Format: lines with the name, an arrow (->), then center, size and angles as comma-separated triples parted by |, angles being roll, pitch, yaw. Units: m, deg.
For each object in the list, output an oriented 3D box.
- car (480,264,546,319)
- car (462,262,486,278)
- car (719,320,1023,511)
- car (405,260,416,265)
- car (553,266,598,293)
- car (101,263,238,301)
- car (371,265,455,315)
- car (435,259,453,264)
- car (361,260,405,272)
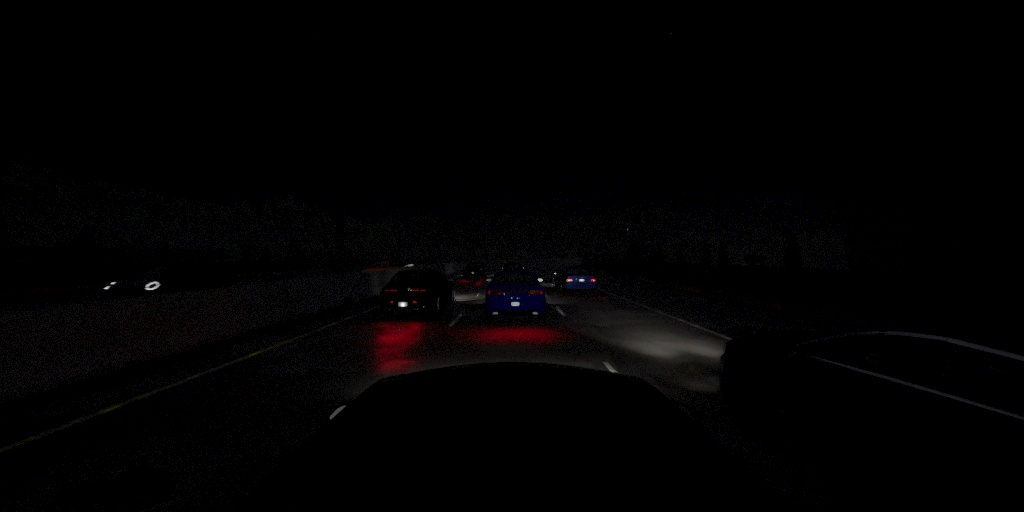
car -> 0.099, 1.229, 12.802 | 1.882, 1.535, 5.008 | 0, 0, 0
car -> -3.415, 1.280, 33.457 | 1.812, 1.442, 4.674 | 0, 0, 0
car -> 3.600, 1.242, 2.708 | 2.128, 1.511, 4.902 | 0, 0, 0
car -> -16.528, 1.305, 55.294 | 2.033, 1.411, 5.357 | 0, 0, 7
car -> 3.599, 1.300, 21.013 | 2.033, 1.411, 5.357 | 0, 0, 0
car -> -14.097, 1.104, 15.149 | 2.097, 1.767, 4.553 | 0, 0, 0
car -> -3.400, 1.257, 13.591 | 1.837, 1.490, 4.892 | 0, 0, 0
car -> -11.790, 1.287, 62.422 | 1.812, 1.442, 4.674 | 0, 0, 12
car -> -10.592, 1.231, 29.212 | 1.882, 1.535, 5.008 | 0, 0, 0
